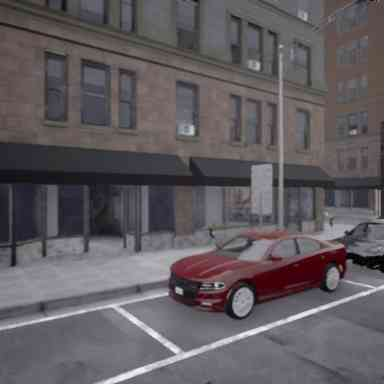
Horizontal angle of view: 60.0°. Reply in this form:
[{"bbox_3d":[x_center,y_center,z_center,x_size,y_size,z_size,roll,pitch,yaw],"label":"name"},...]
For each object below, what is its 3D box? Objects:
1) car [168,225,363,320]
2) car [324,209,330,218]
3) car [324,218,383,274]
[{"bbox_3d":[1.600,1.545,7.330,4.507,1.381,1.887,0,0,-36],"label":"car"},{"bbox_3d":[8.777,1.561,27.190,2.128,1.511,4.902,0,0,-37],"label":"car"},{"bbox_3d":[6.086,1.566,10.531,4.313,1.339,1.947,0,0,-36],"label":"car"}]
